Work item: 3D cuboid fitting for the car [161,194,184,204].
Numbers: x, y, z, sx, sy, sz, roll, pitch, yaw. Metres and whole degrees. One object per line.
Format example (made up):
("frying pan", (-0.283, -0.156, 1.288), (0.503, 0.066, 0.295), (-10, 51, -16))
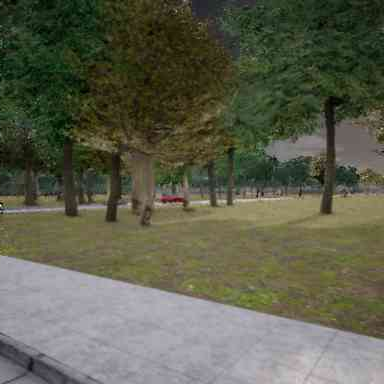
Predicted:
("car", (-3.874, 1.343, 66.647), (2.150, 2.045, 5.566), (0, 0, 36))

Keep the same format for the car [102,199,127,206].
("car", (-12.589, 1.680, 54.450), (1.994, 1.385, 4.181), (0, 0, 36))

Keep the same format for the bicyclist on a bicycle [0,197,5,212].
("bicyclist on a bicycle", (-21.329, 1.420, 37.048), (1.656, 1.620, 0.582), (-1, 0, 36))
